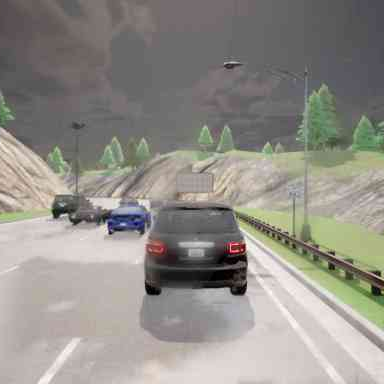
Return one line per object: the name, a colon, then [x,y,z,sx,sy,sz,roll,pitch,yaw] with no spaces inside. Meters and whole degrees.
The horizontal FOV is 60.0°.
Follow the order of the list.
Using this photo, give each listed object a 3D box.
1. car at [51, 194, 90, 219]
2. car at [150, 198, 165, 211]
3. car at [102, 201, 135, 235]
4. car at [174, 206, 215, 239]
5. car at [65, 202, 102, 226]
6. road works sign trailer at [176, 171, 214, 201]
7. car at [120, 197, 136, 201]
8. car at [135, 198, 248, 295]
car: [-10.505,1.222,29.430,2.150,2.045,5.566,0,0,-2]
car: [-4.411,1.502,42.453,1.837,1.490,4.892,0,-1,-6]
car: [-3.421,1.477,19.003,1.882,1.535,5.008,0,0,0]
car: [0.113,1.559,18.068,1.994,1.385,4.181,0,0,0]
car: [-6.931,1.600,23.420,1.895,1.301,4.718,0,0,0]
road works sign trailer: [0.190,0.464,21.565,2.380,3.560,2.880,0,0,0]
car: [-7.797,1.352,41.079,2.097,1.767,4.553,0,0,-6]
car: [0.089,1.221,8.846,2.150,2.045,5.566,0,0,0]
